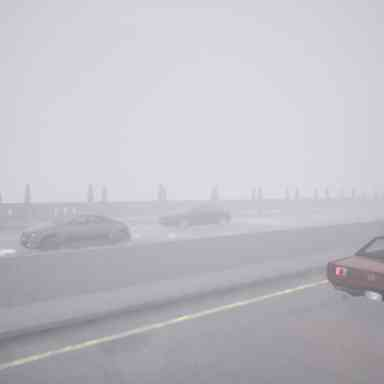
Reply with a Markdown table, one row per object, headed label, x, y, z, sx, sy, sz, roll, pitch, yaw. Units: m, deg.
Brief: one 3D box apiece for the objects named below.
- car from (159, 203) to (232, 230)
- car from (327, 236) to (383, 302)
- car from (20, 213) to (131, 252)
| label | x | y | z | sx | sy | sz | roll | pitch | yaw |
| --- | --- | --- | --- | --- | --- | --- | --- | --- | --- |
| car | 0.264 | 1.477 | 21.202 | 5.008 | 1.535 | 1.882 | 0 | 0 | -34 |
| car | 5.132 | 1.601 | 7.318 | 4.718 | 1.301 | 1.895 | 0 | 0 | -35 |
| car | -4.615 | 1.563 | 13.549 | 4.181 | 1.385 | 1.994 | 0 | 0 | -35 |
